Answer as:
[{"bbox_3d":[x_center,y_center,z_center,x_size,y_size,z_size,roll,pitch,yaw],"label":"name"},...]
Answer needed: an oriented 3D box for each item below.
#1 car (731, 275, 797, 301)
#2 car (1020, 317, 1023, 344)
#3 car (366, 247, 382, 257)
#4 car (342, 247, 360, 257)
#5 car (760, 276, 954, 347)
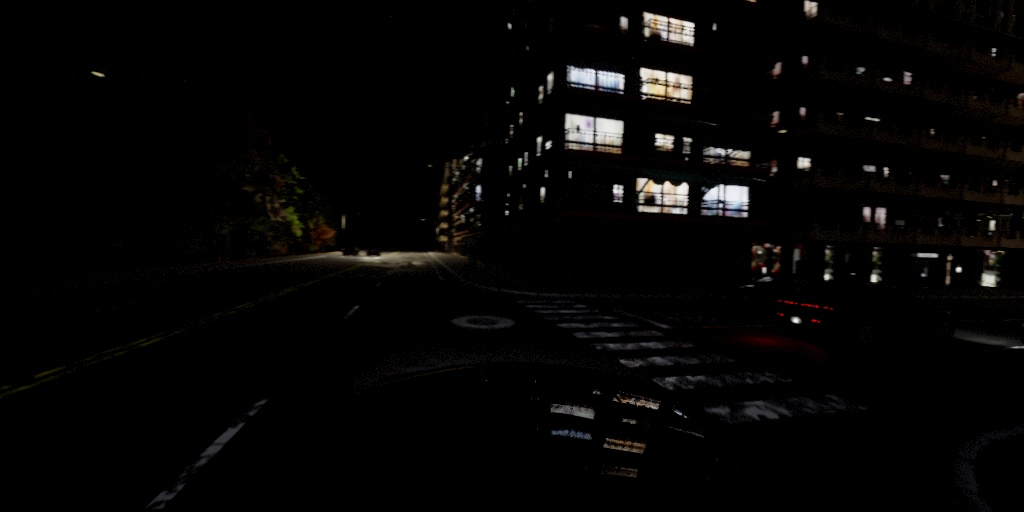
[{"bbox_3d":[12.225,1.527,16.482,4.207,1.307,1.802,0,0,-15],"label":"car"},{"bbox_3d":[14.359,1.745,8.416,4.507,1.381,1.888,0,0,-15],"label":"car"},{"bbox_3d":[-21.427,-0.634,55.739,1.812,1.442,4.674,1,1,-15],"label":"car"},{"bbox_3d":[-24.573,-0.675,54.926,2.033,1.411,5.357,1,1,-15],"label":"car"},{"bbox_3d":[9.718,1.491,9.940,4.892,1.490,1.837,2,1,-15],"label":"car"}]
